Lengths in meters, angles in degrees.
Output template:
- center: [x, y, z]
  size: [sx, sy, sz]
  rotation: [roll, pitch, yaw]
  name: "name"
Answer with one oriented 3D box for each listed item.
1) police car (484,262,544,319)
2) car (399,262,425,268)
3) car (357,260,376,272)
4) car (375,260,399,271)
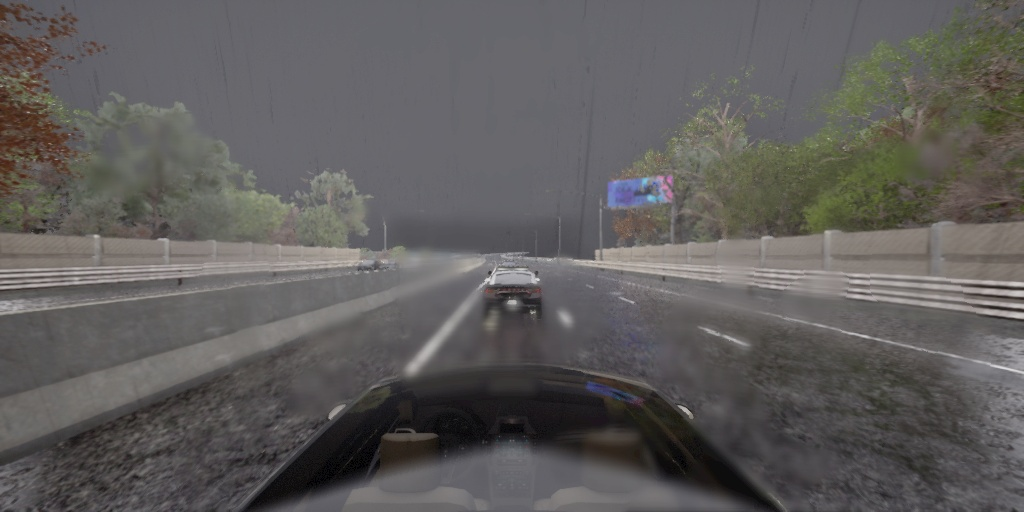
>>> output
- center: [0.049, 1.174, 13.017]
  size: [1.930, 1.638, 5.238]
  rotation: [0, 0, 0]
  name: "police car"
- center: [-11.055, 1.347, 41.095]
  size: [1.895, 1.301, 4.718]
  rotation: [0, 0, -1]
  name: "car"
- center: [-18.167, 1.222, 46.017]
  size: [1.882, 1.535, 5.008]
  rotation: [0, 0, -1]
  name: "car"
- center: [-14.615, 1.310, 43.692]
  size: [1.994, 1.385, 4.181]
  rotation: [0, 0, -1]
  name: "car"
